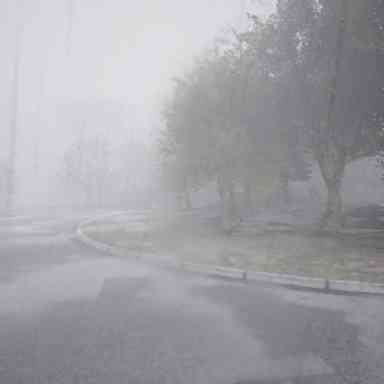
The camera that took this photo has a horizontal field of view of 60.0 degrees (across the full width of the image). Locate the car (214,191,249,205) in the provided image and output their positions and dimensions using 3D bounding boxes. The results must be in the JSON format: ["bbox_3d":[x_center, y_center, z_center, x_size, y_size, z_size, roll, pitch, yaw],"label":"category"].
[{"bbox_3d":[5.109,0.727,41.899,4.553,1.767,2.097,-1,1,-12],"label":"car"}]
